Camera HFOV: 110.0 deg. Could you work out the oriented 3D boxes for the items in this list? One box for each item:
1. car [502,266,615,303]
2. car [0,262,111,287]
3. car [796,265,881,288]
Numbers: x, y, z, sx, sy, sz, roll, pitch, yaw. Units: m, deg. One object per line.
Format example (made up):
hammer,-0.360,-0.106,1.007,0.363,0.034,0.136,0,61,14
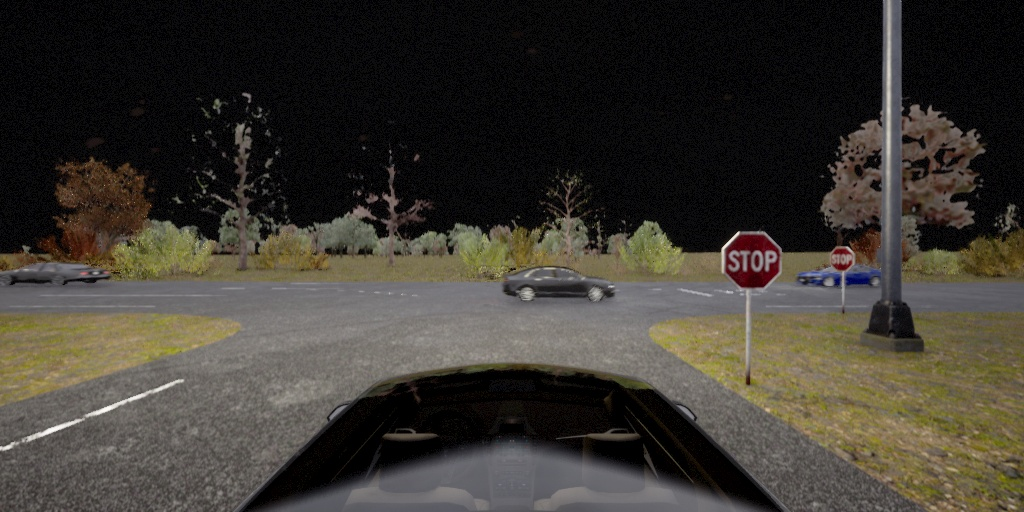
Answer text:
car,1.995,1.205,15.751,4.892,1.490,1.837,0,0,-1
car,-28.006,1.096,21.906,5.357,1.411,2.033,0,0,-2
car,21.332,1.263,23.327,5.008,1.535,1.882,-1,0,-2
